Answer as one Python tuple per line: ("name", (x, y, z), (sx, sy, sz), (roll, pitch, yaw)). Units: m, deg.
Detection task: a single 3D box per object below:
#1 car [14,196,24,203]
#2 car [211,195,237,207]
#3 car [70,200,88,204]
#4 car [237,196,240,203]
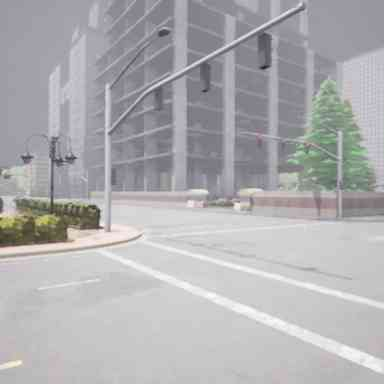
("car", (-35.230, 1.534, 68.086), (1.837, 1.490, 4.892), (1, 0, -36))
("car", (4.687, 1.408, 53.154), (1.905, 1.878, 3.866), (1, 0, -36))
("car", (-12.686, 1.602, 36.932), (1.994, 1.385, 4.181), (1, 0, -36))
("car", (7.079, 1.433, 54.864), (1.905, 1.878, 3.866), (1, 0, -36))
